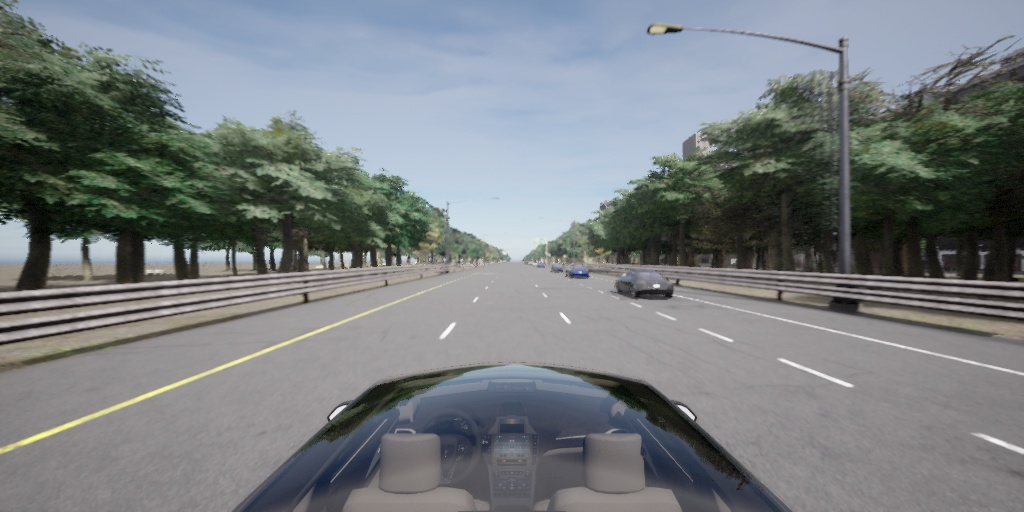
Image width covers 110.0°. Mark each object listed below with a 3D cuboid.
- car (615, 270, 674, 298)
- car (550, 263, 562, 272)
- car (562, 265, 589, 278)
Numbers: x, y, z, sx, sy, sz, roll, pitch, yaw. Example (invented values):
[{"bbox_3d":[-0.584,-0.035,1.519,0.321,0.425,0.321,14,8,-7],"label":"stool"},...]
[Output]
[{"bbox_3d":[7.015,1.430,19.395,1.994,1.385,4.181,0,-1,0],"label":"car"},{"bbox_3d":[7.156,1.875,57.087,2.033,1.411,5.357,0,-1,0],"label":"car"},{"bbox_3d":[7.069,1.646,39.100,1.994,1.385,4.181,0,-1,0],"label":"car"}]
